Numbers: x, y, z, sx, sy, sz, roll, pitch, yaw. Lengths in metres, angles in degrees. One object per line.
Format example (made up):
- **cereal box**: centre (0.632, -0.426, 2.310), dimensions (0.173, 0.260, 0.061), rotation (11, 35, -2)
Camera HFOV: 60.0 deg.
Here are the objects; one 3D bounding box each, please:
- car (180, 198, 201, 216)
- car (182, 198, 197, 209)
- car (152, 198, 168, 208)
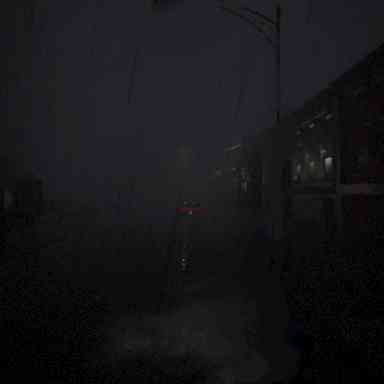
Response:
- **car**: centre (-0.144, 1.549, 31.722), dimensions (1.895, 1.301, 4.718), rotation (0, 0, 0)
- **car**: centre (-0.361, 1.528, 45.117), dimensions (1.895, 1.301, 4.718), rotation (0, 0, -1)
- **car**: centre (-4.452, 1.494, 47.161), dimensions (1.994, 1.385, 4.181), rotation (0, 0, 0)
